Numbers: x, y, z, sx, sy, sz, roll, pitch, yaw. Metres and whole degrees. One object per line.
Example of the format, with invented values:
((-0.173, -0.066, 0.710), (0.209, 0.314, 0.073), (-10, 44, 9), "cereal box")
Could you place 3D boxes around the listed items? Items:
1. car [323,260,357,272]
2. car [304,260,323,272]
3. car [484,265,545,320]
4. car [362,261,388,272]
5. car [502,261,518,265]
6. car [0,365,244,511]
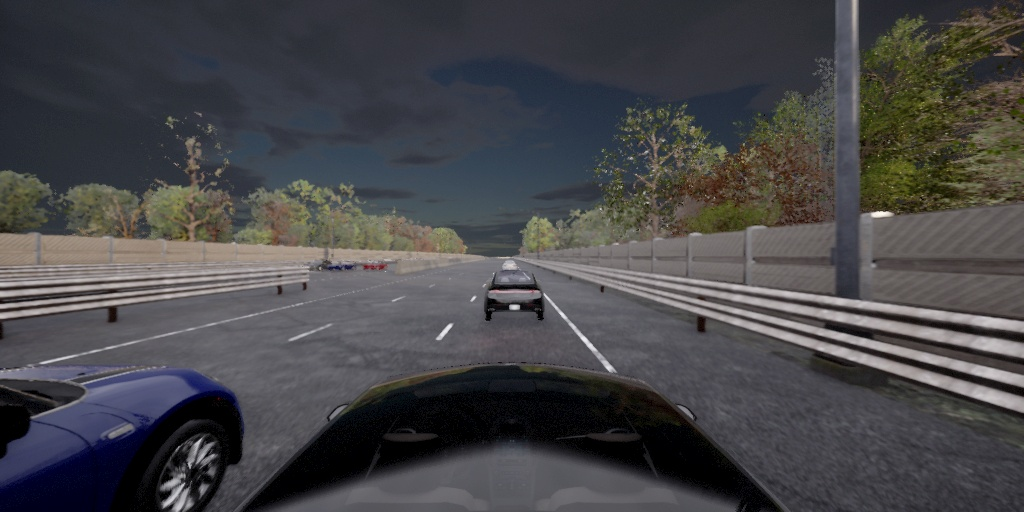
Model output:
((-21.494, 1.364, 45.432), (1.895, 1.301, 4.718), (0, 0, -1), "car")
((-25.005, 1.270, 46.612), (1.837, 1.490, 4.892), (0, -1, -1), "car")
((0.065, 1.244, 12.621), (2.128, 1.511, 4.902), (0, 0, 0), "car")
((-18.023, 1.364, 47.378), (1.895, 1.301, 4.718), (0, 0, -1), "car")
((-0.298, 1.288, 44.470), (1.812, 1.442, 4.674), (0, 0, -1), "car")
((-3.406, 1.103, 1.265), (2.097, 1.767, 4.553), (0, 0, 0), "car")
